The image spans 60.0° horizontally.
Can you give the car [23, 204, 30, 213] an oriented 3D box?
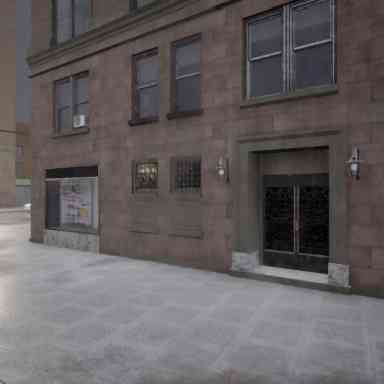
[{"bbox_3d":[-15.702,1.439,35.851,1.812,1.442,4.674,0,0,35],"label":"car"}]
